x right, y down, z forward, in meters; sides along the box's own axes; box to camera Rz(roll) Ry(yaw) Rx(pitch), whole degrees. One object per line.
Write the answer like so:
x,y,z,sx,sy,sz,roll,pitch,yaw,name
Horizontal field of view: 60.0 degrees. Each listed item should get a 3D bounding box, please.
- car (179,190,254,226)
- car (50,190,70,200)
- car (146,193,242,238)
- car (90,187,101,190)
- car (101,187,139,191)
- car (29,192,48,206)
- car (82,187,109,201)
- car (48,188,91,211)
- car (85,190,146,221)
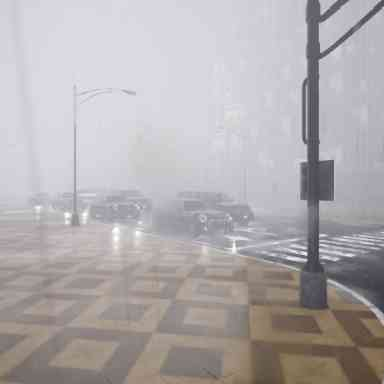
1.141,0.951,20.205,2.150,2.045,5.566,0,1,-40,car
-21.951,0.484,55.159,1.812,1.442,4.674,0,1,-38,car
-0.051,1.125,16.510,2.097,1.767,4.553,0,1,-38,car
-12.098,0.558,37.067,2.150,2.045,5.566,0,1,-37,car
-5.481,0.754,28.630,2.150,2.045,5.566,0,1,-38,car
-17.808,0.772,39.096,1.812,1.442,4.674,0,1,-38,car
-15.049,0.306,51.631,2.150,2.045,5.566,0,1,-38,car
-11.496,0.786,31.019,2.097,1.767,4.553,0,1,-38,car
-5.464,0.965,23.355,2.097,1.767,4.553,0,1,-38,car
